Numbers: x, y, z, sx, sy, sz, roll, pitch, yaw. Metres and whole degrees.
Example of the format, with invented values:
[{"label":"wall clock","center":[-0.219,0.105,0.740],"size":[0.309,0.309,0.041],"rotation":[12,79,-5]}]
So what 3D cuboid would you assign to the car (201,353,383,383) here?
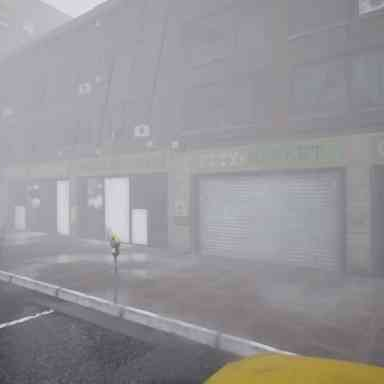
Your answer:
[{"label":"car","center":[1.980,1.525,1.470],"size":[4.829,1.417,1.752],"rotation":[0,0,36]}]
